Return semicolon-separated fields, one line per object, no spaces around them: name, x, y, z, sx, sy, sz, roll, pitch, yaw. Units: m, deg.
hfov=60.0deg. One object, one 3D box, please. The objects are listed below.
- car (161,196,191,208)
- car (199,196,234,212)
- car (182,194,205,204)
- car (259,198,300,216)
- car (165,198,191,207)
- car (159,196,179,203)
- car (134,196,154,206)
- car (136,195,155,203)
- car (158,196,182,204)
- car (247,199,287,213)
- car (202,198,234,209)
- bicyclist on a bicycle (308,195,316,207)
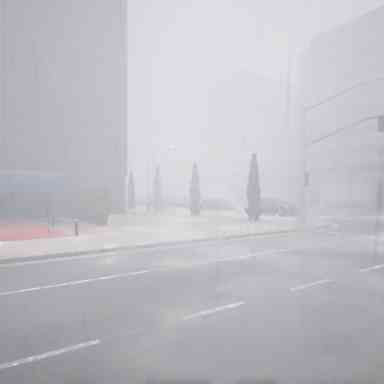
car;-2.648;1.537;47.623;2.033;1.411;5.357;0;0;-35
car;2.922;1.481;39.622;2.128;1.511;4.902;0;0;-35
car;0.256;1.337;62.167;2.097;1.767;4.553;0;0;-35
car;8.123;1.342;32.152;2.097;1.767;4.553;0;0;-35
car;-2.298;1.589;53.257;1.895;1.301;4.718;0;0;-35
car;-4.875;1.586;69.501;1.895;1.301;4.718;0;0;-35
car;-8.199;1.515;55.646;1.812;1.442;4.674;0;0;-34
car;-9.891;1.506;70.420;2.128;1.511;4.902;0;0;-35
car;-4.170;1.534;62.396;2.033;1.411;5.357;0;0;-35
car;8.433;1.552;37.833;1.994;1.385;4.181;0;0;-35
car;3.429;1.514;45.021;1.812;1.442;4.674;0;0;-35
bicyclist on a bicycle;16.852;1.284;46.709;1.656;1.620;0.582;0;0;-35
